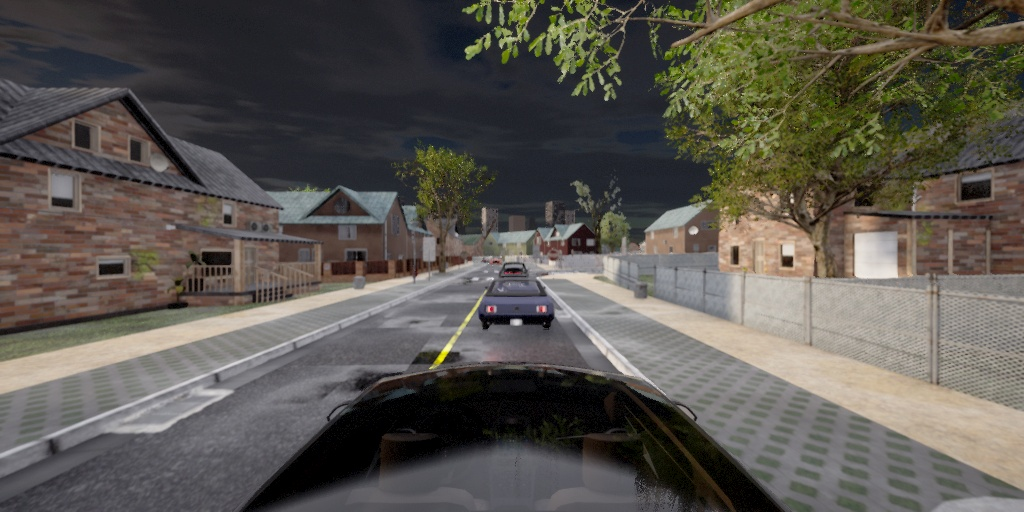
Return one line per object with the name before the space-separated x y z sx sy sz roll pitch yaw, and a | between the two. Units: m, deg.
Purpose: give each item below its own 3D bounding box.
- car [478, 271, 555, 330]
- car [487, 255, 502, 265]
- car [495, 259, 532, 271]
car | 0.109 1.304 10.896 1.895 1.301 4.718 0 0 0
car | -2.804 0.739 63.791 2.097 1.767 4.553 0 0 -1
car | 0.172 1.141 22.860 1.837 1.490 4.892 0 0 2
